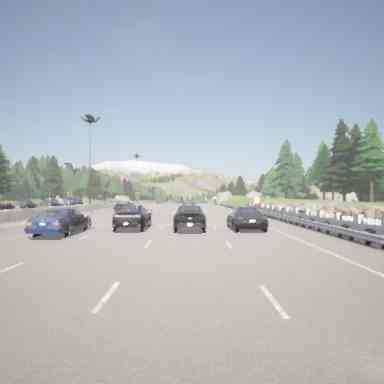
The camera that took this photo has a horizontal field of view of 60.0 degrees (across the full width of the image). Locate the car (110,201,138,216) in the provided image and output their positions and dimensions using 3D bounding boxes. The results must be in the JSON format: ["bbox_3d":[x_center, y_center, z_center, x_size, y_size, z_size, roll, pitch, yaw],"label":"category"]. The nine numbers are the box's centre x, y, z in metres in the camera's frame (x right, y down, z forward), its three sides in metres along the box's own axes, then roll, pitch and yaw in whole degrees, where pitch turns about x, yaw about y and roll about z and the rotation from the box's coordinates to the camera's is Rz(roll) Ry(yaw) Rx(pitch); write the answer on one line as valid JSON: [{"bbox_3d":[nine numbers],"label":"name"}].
[{"bbox_3d":[-7.316,1.762,36.271,2.128,1.511,4.902,0,-1,-1],"label":"car"}]

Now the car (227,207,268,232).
[{"bbox_3d":[3.364,1.625,20.654,1.994,1.385,4.181,0,-1,-1],"label":"car"}]

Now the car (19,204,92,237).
[{"bbox_3d":[-7.109,1.591,18.245,2.033,1.411,5.357,0,0,-1],"label":"car"}]

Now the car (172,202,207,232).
[{"bbox_3d":[-0.136,1.562,20.360,1.837,1.490,4.892,0,-1,0],"label":"car"}]

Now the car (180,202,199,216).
[{"bbox_3d":[-0.324,1.845,36.911,1.994,1.385,4.181,0,-1,-1],"label":"car"}]

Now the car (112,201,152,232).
[{"bbox_3d":[-3.637,1.554,20.646,2.128,1.511,4.902,0,-1,-1],"label":"car"}]

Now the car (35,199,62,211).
[{"bbox_3d":[-21.578,1.875,50.121,2.097,1.767,4.553,0,-1,-1],"label":"car"}]

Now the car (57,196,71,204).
[{"bbox_3d":[-18.077,1.642,50.105,2.150,2.045,5.566,0,-1,-1],"label":"car"}]

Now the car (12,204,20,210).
[{"bbox_3d":[-25.077,2.051,50.042,1.812,1.442,4.674,0,-1,-1],"label":"car"}]
